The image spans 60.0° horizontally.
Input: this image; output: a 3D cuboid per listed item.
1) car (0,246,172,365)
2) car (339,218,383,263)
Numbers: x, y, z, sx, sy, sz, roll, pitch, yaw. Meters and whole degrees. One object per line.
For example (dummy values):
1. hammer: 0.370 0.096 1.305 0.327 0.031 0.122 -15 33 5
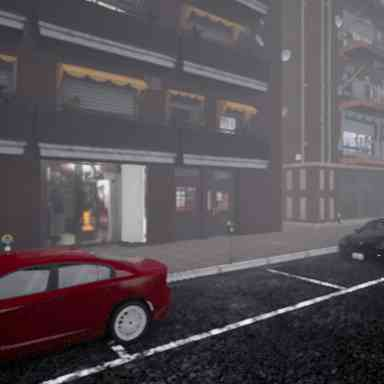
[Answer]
1. car: -2.433 1.546 4.826 4.507 1.381 1.887 0 0 -35
2. car: 6.849 1.590 11.431 4.313 1.339 1.947 0 0 -35
